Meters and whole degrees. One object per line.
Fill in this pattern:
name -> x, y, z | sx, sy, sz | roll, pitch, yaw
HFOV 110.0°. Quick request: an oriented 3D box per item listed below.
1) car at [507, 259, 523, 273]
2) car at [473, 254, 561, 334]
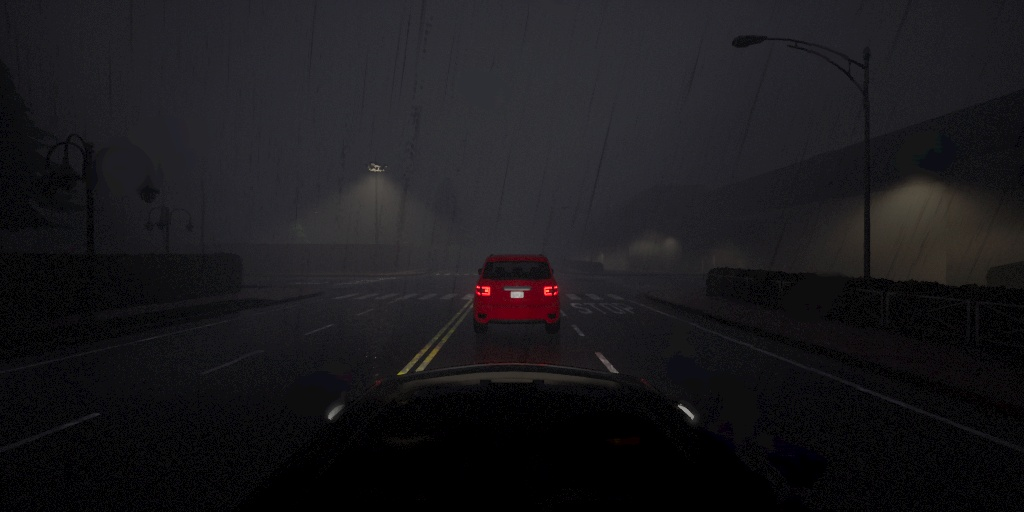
car -> 0.368, 1.227, 45.650 | 1.882, 1.535, 5.008 | 0, 0, 1
car -> 0.124, 0.971, 10.800 | 2.150, 2.045, 5.566 | 0, 0, 0
